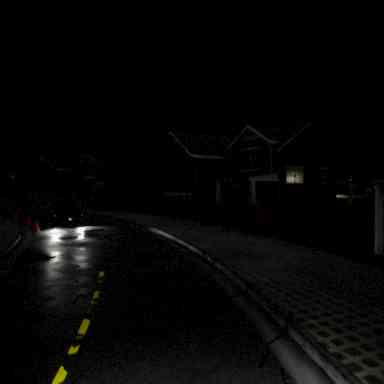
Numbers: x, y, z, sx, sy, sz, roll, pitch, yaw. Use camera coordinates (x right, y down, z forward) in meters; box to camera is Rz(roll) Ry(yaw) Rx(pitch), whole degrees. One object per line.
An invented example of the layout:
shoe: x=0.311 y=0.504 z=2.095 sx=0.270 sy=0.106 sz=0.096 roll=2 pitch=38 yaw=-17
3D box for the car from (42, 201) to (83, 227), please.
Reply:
car: x=-8.642 y=1.374 z=22.053 sx=1.837 sy=1.490 sz=4.892 roll=0 pitch=0 yaw=-33

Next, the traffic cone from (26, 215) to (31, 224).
traffic cone: x=-10.849 y=1.827 z=22.177 sx=0.340 sy=0.580 sz=0.340 roll=0 pitch=1 yaw=-34

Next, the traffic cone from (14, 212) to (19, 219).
traffic cone: x=-13.715 y=1.795 z=25.916 sx=0.340 sy=0.580 sz=0.340 roll=-1 pitch=1 yaw=-41

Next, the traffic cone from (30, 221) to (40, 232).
traffic cone: x=-8.466 y=1.859 z=18.108 sx=0.340 sy=0.580 sz=0.340 roll=0 pitch=1 yaw=-21
